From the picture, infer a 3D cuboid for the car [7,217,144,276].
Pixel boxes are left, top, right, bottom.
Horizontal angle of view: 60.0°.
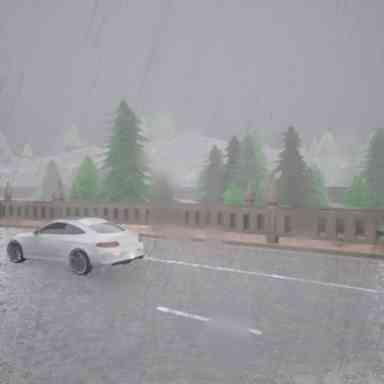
[{"bbox_3d":[-3.597,1.484,10.122,4.674,1.442,1.812,0,0,31],"label":"car"}]
